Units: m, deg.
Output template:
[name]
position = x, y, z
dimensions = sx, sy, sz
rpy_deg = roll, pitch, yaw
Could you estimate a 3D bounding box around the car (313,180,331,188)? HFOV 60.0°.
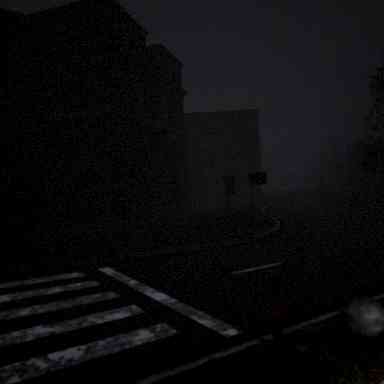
[car]
position = 23.026, -1.435, 59.099
dimensions = 1.882, 1.535, 5.008
rpy_deg = -3, 1, 5
